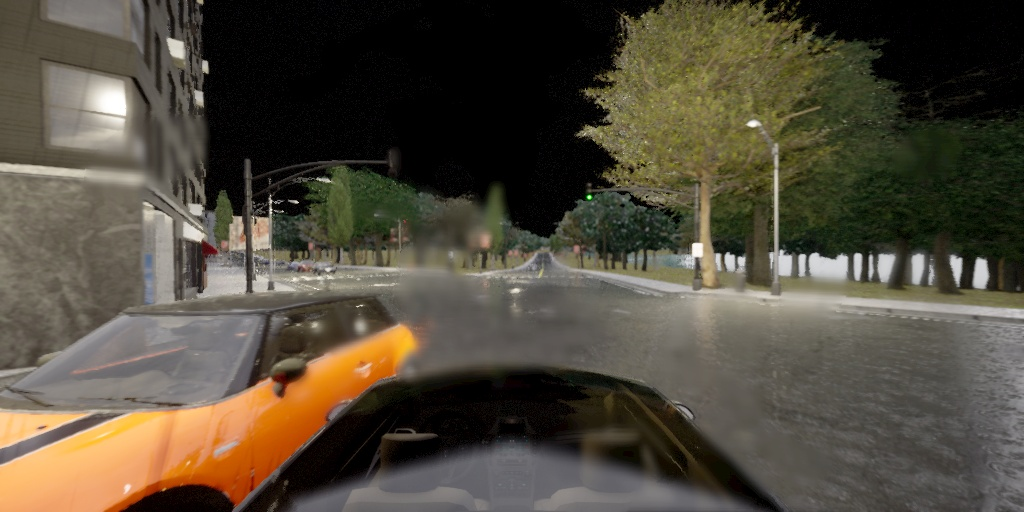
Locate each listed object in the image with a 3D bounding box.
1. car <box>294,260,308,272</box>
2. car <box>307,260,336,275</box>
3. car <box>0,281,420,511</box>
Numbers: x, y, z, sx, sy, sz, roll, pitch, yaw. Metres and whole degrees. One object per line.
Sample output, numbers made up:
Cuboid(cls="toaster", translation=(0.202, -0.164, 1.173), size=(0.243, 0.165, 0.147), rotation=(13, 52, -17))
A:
Cuboid(cls="car", translation=(-28.647, 1.368, 50.372), size=(2.097, 1.767, 4.553), rotation=(-1, 0, -39))
Cuboid(cls="car", translation=(-22.747, 1.462, 43.309), size=(2.128, 1.511, 4.902), rotation=(-1, 0, -39))
Cuboid(cls="car", translation=(-2.487, 1.143, 3.067), size=(2.097, 1.767, 4.553), rotation=(0, -2, 7))
